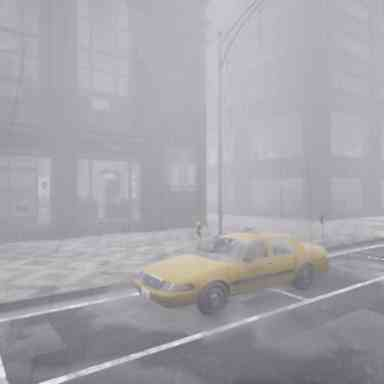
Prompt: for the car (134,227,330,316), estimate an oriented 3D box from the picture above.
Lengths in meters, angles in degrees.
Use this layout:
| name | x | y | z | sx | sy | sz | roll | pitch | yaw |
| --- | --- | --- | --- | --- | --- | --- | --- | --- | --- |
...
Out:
| name | x | y | z | sx | sy | sz | roll | pitch | yaw |
| --- | --- | --- | --- | --- | --- | --- | --- | --- | --- |
| car | 1.126 | 1.509 | 7.439 | 4.829 | 1.417 | 1.752 | 0 | 0 | -35 |
